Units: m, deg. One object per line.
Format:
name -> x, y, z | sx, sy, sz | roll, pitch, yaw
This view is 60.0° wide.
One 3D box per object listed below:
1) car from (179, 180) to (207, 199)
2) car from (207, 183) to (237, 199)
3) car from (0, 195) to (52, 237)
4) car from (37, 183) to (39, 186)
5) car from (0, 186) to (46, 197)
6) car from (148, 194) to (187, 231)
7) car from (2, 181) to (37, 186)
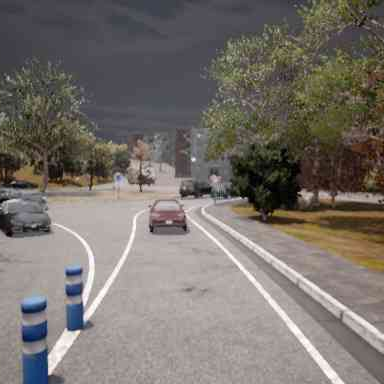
car -> 0.726, -0.357, 38.918 | 2.150, 2.045, 5.566 | 2, 4, 35
car -> 4.178, -0.188, 38.208 | 2.097, 1.767, 4.553 | 3, 4, 38
car -> -8.387, 1.161, 16.451 | 1.837, 1.490, 4.892 | -2, 3, -38
car -> -31.095, -1.320, 61.515 | 1.882, 1.535, 5.008 | 3, 4, 44
car -> -15.038, 0.481, 28.578 | 4.902, 1.511, 2.128 | 0, 3, 0
car -> -1.319, 1.113, 17.511 | 1.812, 1.442, 4.674 | 0, 3, -6
car -> -30.150, -1.167, 57.567 | 1.882, 1.535, 5.008 | 2, 3, 40
